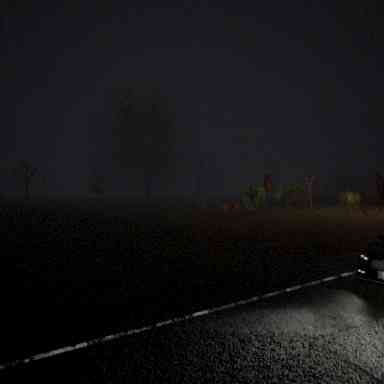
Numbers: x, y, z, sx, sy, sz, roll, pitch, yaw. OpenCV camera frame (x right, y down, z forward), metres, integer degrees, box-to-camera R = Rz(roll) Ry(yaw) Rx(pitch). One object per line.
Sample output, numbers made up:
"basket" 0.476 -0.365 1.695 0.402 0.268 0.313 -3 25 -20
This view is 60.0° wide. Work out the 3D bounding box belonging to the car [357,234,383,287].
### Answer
"car" 6.043 1.480 8.330 4.902 1.511 2.128 0 0 -36
